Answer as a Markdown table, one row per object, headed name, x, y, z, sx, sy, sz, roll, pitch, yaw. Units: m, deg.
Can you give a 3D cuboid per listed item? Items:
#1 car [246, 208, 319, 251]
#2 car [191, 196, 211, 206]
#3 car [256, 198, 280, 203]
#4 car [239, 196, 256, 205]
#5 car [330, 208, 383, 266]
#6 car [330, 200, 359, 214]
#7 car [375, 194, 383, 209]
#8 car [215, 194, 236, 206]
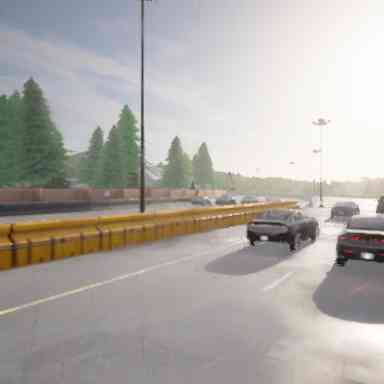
| name | x | y | z | sx | sy | sz | roll | pitch | yaw |
| --- | --- | --- | --- | --- | --- | --- | --- | --- | --- |
| car | 3.952 | 1.442 | 14.030 | 2.128 | 1.511 | 4.902 | 0 | 0 | 34 |
| car | 1.413 | 1.366 | 50.935 | 1.994 | 1.385 | 4.181 | 0 | 0 | 26 |
| car | 10.876 | 1.430 | 46.383 | 1.895 | 1.301 | 4.718 | 0 | 0 | 26 |
| car | 8.505 | 1.321 | 49.561 | 1.837 | 1.490 | 4.892 | 0 | 0 | 25 |
| car | 5.969 | 1.466 | 10.764 | 1.837 | 1.490 | 4.892 | 0 | -1 | 34 |
| car | 12.731 | 1.430 | 27.624 | 1.812 | 1.442 | 4.674 | 0 | 0 | 32 |
| car | 14.459 | 1.146 | 23.761 | 2.150 | 2.045 | 5.566 | 0 | 1 | 33 |
| car | 5.112 | 1.158 | 50.555 | 2.097 | 1.767 | 4.553 | 0 | 0 | 26 |
